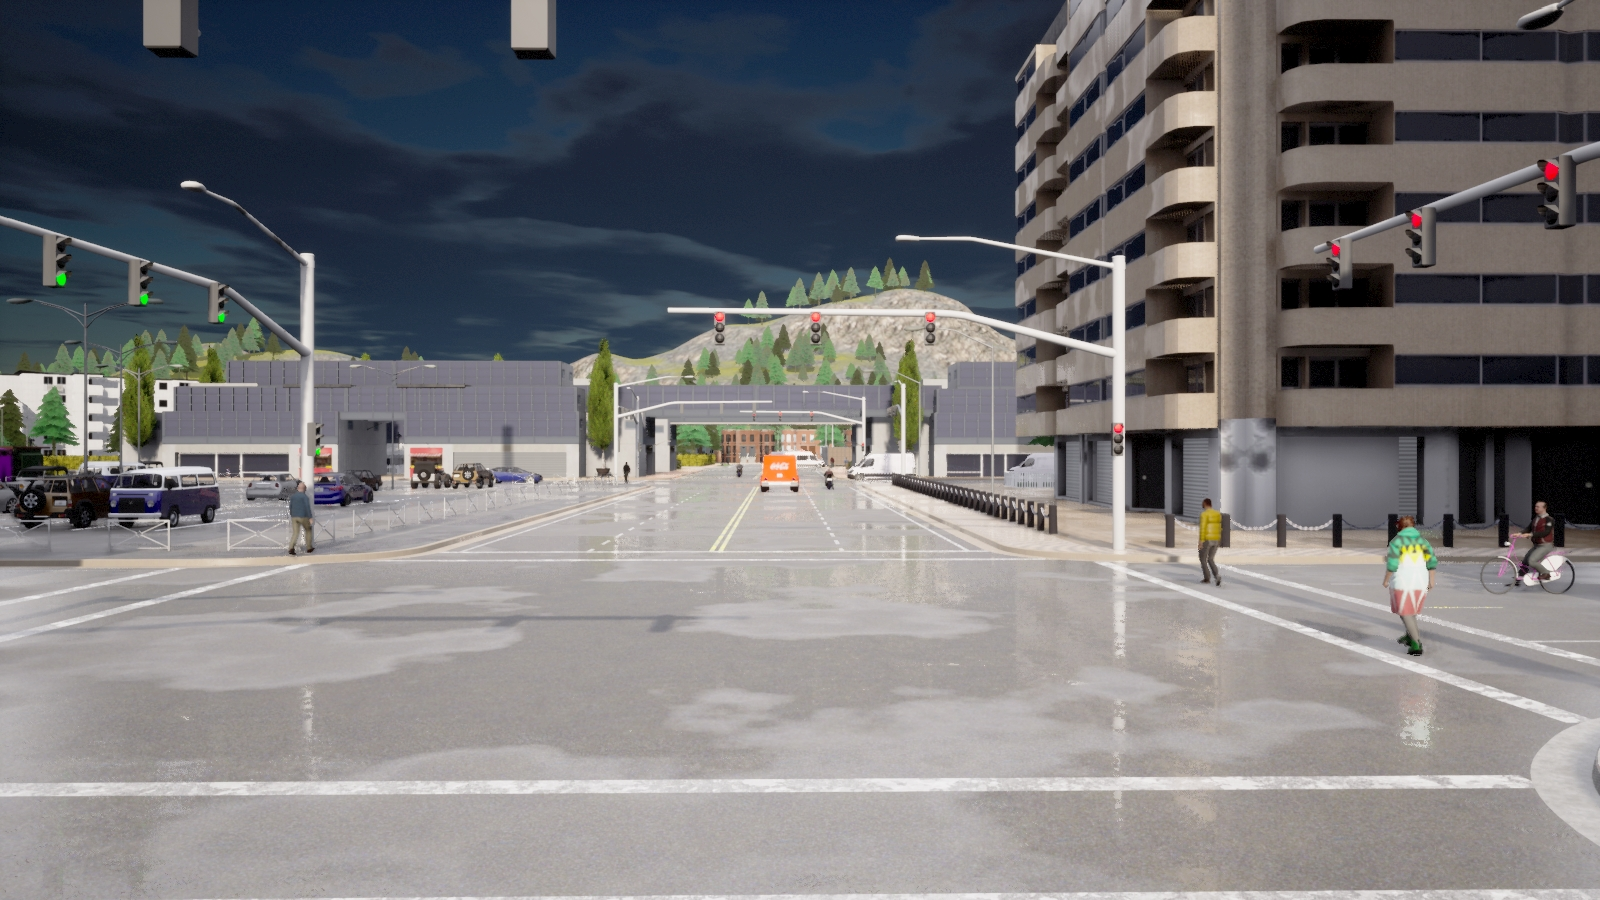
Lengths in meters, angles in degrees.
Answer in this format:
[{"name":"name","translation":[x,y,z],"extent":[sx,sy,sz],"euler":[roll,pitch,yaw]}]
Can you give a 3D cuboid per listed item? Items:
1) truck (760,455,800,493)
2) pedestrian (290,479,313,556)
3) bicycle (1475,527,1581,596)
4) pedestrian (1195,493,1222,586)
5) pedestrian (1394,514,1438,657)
[{"name":"truck","translation":[-1.366,1.564,77.071],"extent":[2.627,2.467,5.204],"euler":[0,0,-1]},{"name":"pedestrian","translation":[-12.264,1.648,28.107],"extent":[0.375,1.860,0.375],"euler":[0,0,12]},{"name":"bicycle","translation":[13.792,2.105,21.653],"extent":[1.835,1.271,0.329],"euler":[0,0,-2]},{"name":"pedestrian","translation":[8.287,1.804,23.174],"extent":[0.375,1.860,0.375],"euler":[0,0,-11]},{"name":"pedestrian","translation":[8.248,1.804,15.299],"extent":[0.375,1.860,0.375],"euler":[0,0,-1]}]
